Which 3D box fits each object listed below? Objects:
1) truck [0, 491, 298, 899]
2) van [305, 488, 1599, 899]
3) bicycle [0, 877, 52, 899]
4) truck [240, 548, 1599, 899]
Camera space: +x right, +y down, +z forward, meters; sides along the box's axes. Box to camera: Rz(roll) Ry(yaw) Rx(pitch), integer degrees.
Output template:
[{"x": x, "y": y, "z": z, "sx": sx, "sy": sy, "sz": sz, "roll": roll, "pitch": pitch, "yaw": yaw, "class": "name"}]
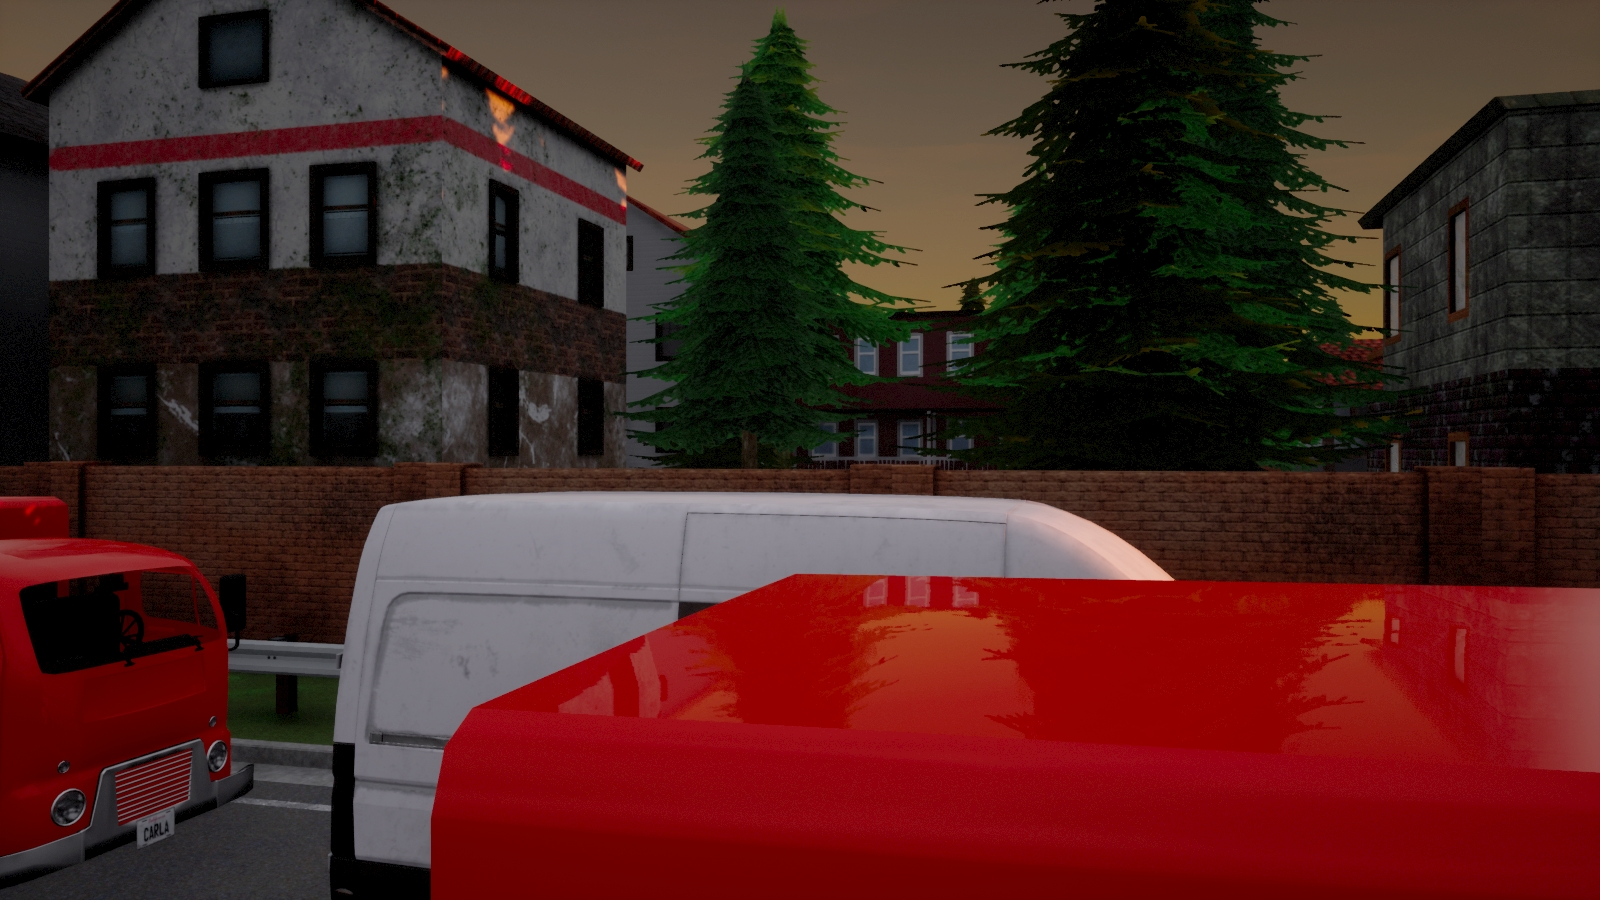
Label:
[{"x": -6.587, "y": 1.568, "z": 7.895, "sx": 5.204, "sy": 2.467, "sz": 2.627, "roll": 0, "pitch": 0, "yaw": 15, "class": "truck"}, {"x": 0.608, "y": 1.535, "z": 6.000, "sx": 5.915, "sy": 2.561, "sz": 1.988, "roll": 0, "pitch": 0, "yaw": 15, "class": "van"}, {"x": -3.101, "y": 2.056, "z": 3.494, "sx": 1.643, "sy": 1.496, "sz": 0.373, "roll": 0, "pitch": 0, "yaw": 16, "class": "bicycle"}, {"x": 2.192, "y": 1.568, "z": 1.959, "sx": 5.204, "sy": 2.467, "sz": 2.627, "roll": 0, "pitch": 0, "yaw": 15, "class": "truck"}]
